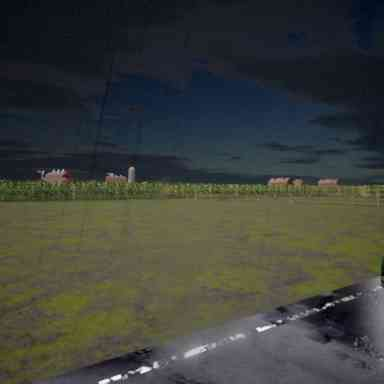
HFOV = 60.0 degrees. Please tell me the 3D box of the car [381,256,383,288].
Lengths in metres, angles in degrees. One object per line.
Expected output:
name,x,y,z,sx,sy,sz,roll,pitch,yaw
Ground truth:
car,6.274,1.350,7.579,4.553,1.767,2.097,0,0,-36
